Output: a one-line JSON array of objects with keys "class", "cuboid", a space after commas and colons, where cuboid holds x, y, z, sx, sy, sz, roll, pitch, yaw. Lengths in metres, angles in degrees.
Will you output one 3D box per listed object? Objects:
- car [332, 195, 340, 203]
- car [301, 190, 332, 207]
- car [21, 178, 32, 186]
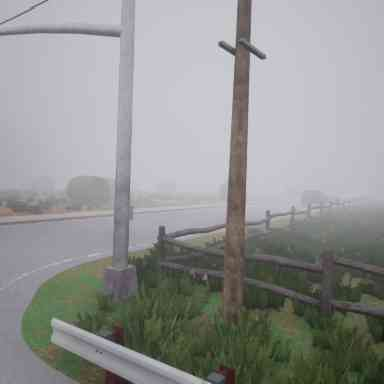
[{"class": "car", "cuboid": [21.206, 1.138, 50.698, 1.994, 1.385, 4.181, 3, 2, 33]}, {"class": "car", "cuboid": [15.453, 0.816, 41.801, 2.150, 2.045, 5.566, 3, 2, 34]}, {"class": "car", "cuboid": [-39.132, -2.293, 79.214, 1.905, 1.878, 3.866, 8, 2, -13]}]
